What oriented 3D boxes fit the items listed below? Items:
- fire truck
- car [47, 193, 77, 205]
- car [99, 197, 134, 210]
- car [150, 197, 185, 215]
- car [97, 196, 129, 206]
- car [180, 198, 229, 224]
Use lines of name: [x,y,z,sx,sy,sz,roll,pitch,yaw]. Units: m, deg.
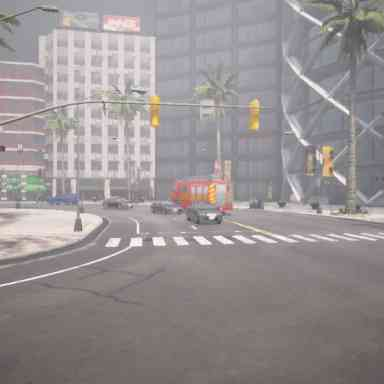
fire truck: [0.731,0.343,35.050,2.891,3.827,8.468,1,-1,-30]
car: [-22.336,1.221,57.786,5.566,2.045,2.150,0,0,16]
car: [-9.495,1.492,42.734,4.902,1.511,2.128,0,0,41]
car: [-2.798,1.526,34.497,1.812,1.442,4.674,0,0,-31]
car: [-12.723,1.478,53.681,5.008,1.535,1.882,0,0,28]
car: [0.814,1.492,24.890,2.128,1.511,4.902,0,0,-13]
